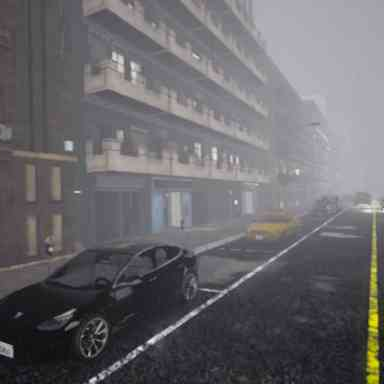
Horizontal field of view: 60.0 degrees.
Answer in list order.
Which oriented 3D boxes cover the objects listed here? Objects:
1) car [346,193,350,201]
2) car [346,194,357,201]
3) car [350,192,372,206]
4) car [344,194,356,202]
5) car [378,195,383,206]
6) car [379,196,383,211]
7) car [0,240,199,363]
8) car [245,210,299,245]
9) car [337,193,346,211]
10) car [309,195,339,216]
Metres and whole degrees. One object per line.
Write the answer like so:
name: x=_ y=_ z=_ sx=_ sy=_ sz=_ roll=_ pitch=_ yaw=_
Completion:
car: x=28.428 y=1.071 z=60.609 sx=2.192 sy=1.841 sz=5.009 roll=-2 pitch=0 yaw=29
car: x=33.857 y=1.236 z=70.490 sx=1.887 sy=1.381 sz=4.507 roll=-2 pitch=0 yaw=29
car: x=24.462 y=0.973 z=47.803 sx=2.150 sy=2.045 sz=5.566 roll=-2 pitch=-1 yaw=29
car: x=31.142 y=1.164 z=65.549 sx=1.967 sy=1.590 sz=4.097 roll=-2 pitch=0 yaw=29
car: x=27.666 y=1.204 z=47.389 sx=2.033 sy=1.411 sz=5.357 roll=-2 pitch=-1 yaw=29
car: x=21.509 y=1.276 z=36.132 sx=2.033 sy=1.411 sz=5.357 roll=-2 pitch=-1 yaw=29
car: x=-1.394 y=1.666 z=6.253 sx=1.947 sy=1.339 sz=4.313 roll=-2 pitch=-1 yaw=29
car: x=3.947 y=1.566 z=15.987 sx=1.752 sy=1.417 sz=4.829 roll=-2 pitch=0 yaw=29
car: x=14.870 y=1.230 z=35.903 sx=2.192 sy=1.841 sz=5.009 roll=-2 pitch=0 yaw=29
car: x=12.161 y=1.387 z=30.961 sx=1.967 sy=1.590 sz=4.097 roll=-2 pitch=0 yaw=29
